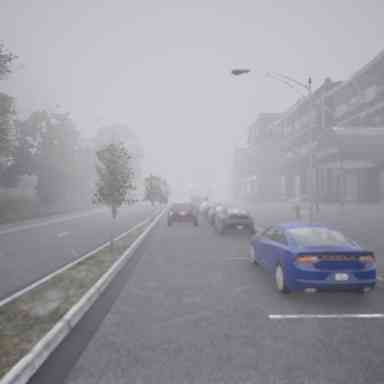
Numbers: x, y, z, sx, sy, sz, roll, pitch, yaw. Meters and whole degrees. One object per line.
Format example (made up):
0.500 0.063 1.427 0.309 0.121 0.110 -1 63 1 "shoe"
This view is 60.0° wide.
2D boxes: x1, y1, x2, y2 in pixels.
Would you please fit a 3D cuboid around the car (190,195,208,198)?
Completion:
1.309 1.519 47.775 2.435 2.045 5.566 0 0 -2 "car"

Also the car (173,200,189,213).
-1.381 1.741 41.317 1.882 1.535 5.008 0 0 -2 "car"

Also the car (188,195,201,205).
0.404 1.584 69.942 2.435 2.045 5.566 0 0 -2 "car"

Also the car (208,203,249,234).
2.441 1.626 20.029 2.231 1.521 4.892 0 0 -2 "car"

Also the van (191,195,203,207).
0.853 1.584 58.946 1.878 1.987 4.442 0 0 -2 "van"

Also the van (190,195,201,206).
0.627 1.598 64.488 1.878 1.987 4.442 0 0 -2 "van"

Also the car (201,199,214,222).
1.987 1.721 31.147 2.163 1.488 4.792 0 0 -2 "car"

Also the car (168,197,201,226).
-0.718 1.529 24.989 2.097 1.767 4.553 0 0 -2 "car"

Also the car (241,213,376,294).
2.888 1.549 9.046 2.097 1.535 5.008 0 0 -2 "car"
